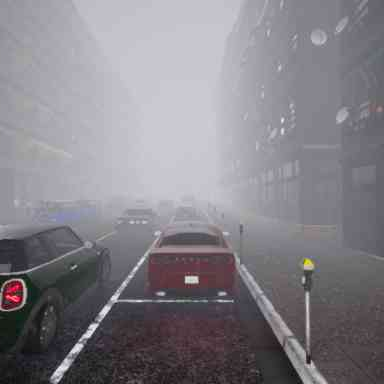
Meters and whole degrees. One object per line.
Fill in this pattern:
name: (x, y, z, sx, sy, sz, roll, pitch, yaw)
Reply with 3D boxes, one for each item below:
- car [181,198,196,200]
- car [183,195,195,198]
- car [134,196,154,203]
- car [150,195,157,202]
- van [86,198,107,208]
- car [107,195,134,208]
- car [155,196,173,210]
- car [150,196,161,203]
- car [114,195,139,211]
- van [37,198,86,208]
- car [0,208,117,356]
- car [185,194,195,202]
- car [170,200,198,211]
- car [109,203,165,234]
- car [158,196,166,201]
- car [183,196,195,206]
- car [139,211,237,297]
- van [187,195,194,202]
car: (-0.437, 1.582, 31.754, 1.887, 1.381, 4.507, 1, 0, 0)
car: (-0.427, 1.490, 37.286, 1.967, 1.590, 4.097, 1, 0, 0)
car: (-5.842, 1.558, 38.199, 1.837, 1.490, 4.892, 0, -1, 0)
car: (-8.315, 1.471, 70.528, 2.192, 1.841, 5.009, 1, 0, 0)
van: (-8.313, 1.368, 26.285, 1.690, 1.788, 3.998, 1, 0, 0)
car: (-8.312, 1.365, 37.346, 2.192, 1.841, 5.009, 1, 0, 0)
car: (-2.945, 1.533, 39.542, 1.882, 1.535, 5.008, 0, 0, 0)
car: (-8.321, 1.725, 76.059, 1.887, 1.381, 4.507, 1, 0, 0)
car: (-8.312, 1.379, 42.876, 2.192, 1.841, 5.009, 1, 0, 0)
van: (-8.311, 1.359, 20.753, 1.690, 1.788, 3.998, 2, 0, 0)
car: (-3.020, 1.356, 6.225, 2.097, 1.767, 4.553, 0, 0, 0)
car: (-0.470, 1.521, 81.536, 2.192, 1.841, 5.009, 1, 0, 0)
car: (-0.437, 1.572, 26.224, 1.887, 1.381, 4.507, 1, 0, 0)
car: (-2.977, 1.563, 19.101, 2.033, 1.411, 5.357, 0, 0, 1)
car: (-8.323, 1.847, 92.652, 1.802, 1.307, 4.206, 1, 0, 0)
car: (-0.471, 1.553, 59.411, 1.967, 1.590, 4.097, 1, 0, 0)
car: (-0.006, 1.482, 8.653, 1.882, 1.535, 5.008, 0, 0, 0)
van: (-0.471, 1.575, 87.068, 1.690, 1.788, 3.998, 1, 0, 0)
